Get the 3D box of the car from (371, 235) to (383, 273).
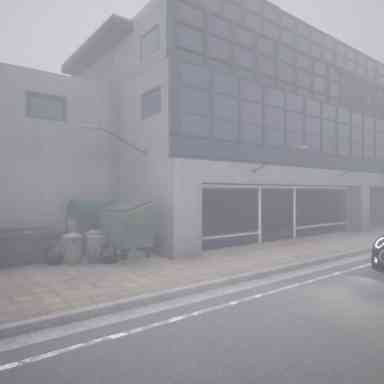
[{"bbox_3d":[6.994,1.354,9.386,4.553,1.767,2.097,0,0,-37],"label":"car"}]
